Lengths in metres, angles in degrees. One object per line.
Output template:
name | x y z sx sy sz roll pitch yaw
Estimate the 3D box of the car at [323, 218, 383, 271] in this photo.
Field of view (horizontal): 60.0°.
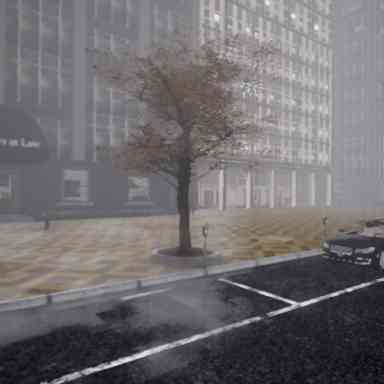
car | 6.056 1.572 10.869 4.403 1.369 2.008 0 0 -35
